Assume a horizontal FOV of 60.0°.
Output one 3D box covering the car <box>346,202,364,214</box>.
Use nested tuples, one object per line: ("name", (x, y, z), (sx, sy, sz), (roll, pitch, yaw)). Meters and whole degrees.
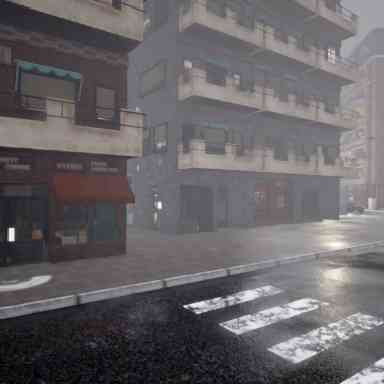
("car", (18.050, 1.789, 38.328), (1.895, 1.301, 4.718), (0, 0, 5))
